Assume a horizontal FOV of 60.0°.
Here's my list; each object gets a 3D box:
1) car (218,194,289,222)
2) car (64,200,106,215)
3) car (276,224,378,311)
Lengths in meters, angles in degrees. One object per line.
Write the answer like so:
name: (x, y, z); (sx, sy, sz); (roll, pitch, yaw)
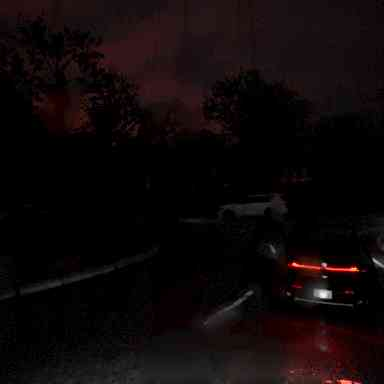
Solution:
car: (4.899, 1.272, 26.811); (5.566, 2.045, 2.150); (-4, -2, 19)
car: (-10.755, 1.528, 33.833); (4.902, 1.511, 2.128); (1, 0, 20)
car: (3.235, 1.538, 8.027); (1.837, 1.490, 4.892); (0, 0, 23)
